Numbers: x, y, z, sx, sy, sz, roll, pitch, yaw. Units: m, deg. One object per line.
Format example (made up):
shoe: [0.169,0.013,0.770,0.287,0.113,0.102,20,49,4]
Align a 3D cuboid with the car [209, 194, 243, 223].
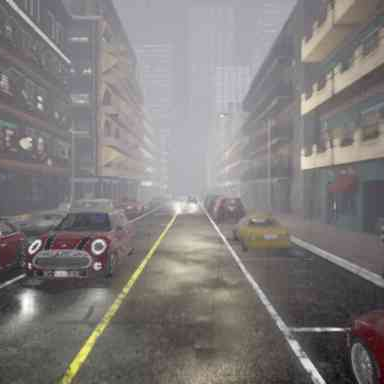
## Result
car: [2.675,1.255,24.704,2.192,1.841,5.009,-1,0,0]

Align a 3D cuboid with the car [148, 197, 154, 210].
car: [-5.710,1.464,35.937,2.008,1.369,4.403,-1,0,0]

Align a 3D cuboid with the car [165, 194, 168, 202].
car: [-5.703,1.443,58.345,1.802,1.307,4.206,-1,0,0]

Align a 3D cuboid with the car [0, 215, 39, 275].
car: [-5.669,1.421,7.926,1.967,1.590,4.097,-1,0,0]

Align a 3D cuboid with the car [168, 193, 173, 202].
car: [-5.704,1.386,69.549,2.008,1.369,4.403,-1,0,0]

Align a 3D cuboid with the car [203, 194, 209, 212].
car: [2.674,1.228,35.908,2.192,1.841,5.009,-1,0,0]

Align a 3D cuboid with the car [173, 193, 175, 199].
car: [-5.705,1.360,80.753,2.008,1.369,4.403,-1,0,0]

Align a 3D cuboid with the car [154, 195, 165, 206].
car: [-5.703,1.456,52.743,1.802,1.307,4.206,-1,0,0]

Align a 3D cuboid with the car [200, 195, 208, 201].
car: [2.675,1.347,75.292,1.752,1.417,4.829,-1,0,0]

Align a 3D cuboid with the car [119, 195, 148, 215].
car: [-5.695,1.242,30.334,2.192,1.841,5.009,-1,0,0]

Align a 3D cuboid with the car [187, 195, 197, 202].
car: [-0.004,1.347,68.970,1.895,1.301,4.718,0,0,0]

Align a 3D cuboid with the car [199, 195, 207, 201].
car: [2.675,1.375,80.725,1.947,1.339,4.313,-1,0,0]

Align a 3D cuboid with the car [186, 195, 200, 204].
car: [-0.004,1.408,58.573,2.033,1.411,5.357,0,0,0]

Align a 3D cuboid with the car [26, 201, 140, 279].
car: [-3.068,1.326,10.056,2.097,1.767,4.553,0,0,0]

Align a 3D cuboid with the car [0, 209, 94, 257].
car: [-5.668,1.518,13.528,2.008,1.369,4.403,-1,0,0]

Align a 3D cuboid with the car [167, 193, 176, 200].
car: [-5.709,1.099,91.957,2.192,1.841,5.009,-1,0,0]

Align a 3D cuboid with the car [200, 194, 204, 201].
car: [2.674,1.202,47.112,2.192,1.841,5.009,-1,0,0]

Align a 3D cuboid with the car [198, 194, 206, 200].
car: [2.673,1.236,86.326,1.967,1.590,4.097,-1,0,0]

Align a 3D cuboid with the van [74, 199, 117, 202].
van: [-5.671,1.295,19.130,1.690,1.788,3.998,-1,0,0]

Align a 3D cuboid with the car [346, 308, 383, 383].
car: [2.680,1.576,2.296,1.802,1.307,4.206,-1,0,0]

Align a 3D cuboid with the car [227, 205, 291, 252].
car: [2.679,1.492,13.670,1.752,1.417,4.829,-1,0,0]
